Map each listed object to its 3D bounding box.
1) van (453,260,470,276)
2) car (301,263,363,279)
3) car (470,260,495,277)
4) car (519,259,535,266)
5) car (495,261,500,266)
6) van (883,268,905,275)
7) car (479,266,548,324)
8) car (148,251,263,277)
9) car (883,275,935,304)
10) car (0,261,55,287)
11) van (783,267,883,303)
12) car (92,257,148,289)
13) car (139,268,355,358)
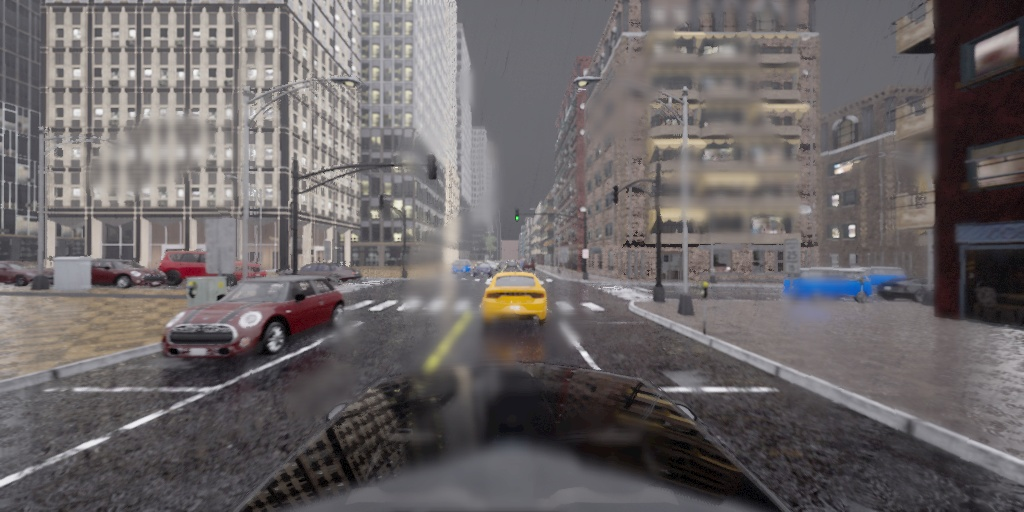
[{"bbox_3d":[-5.691,1.292,40.974,1.690,1.789,3.998,0,0,0],"label":"van"},{"bbox_3d":[-13.468,1.181,25.267,5.357,1.411,2.033,1,0,-2],"label":"car"},{"bbox_3d":[-3.078,1.464,38.596,1.812,1.442,4.674,0,0,0],"label":"car"},{"bbox_3d":[2.688,1.357,57.628,2.192,1.841,5.009,0,0,0],"label":"car"},{"bbox_3d":[-3.078,1.538,52.151,1.812,1.442,4.674,0,0,0],"label":"car"},{"bbox_3d":[27.918,1.783,27.758,3.998,1.789,1.690,0,0,0],"label":"van"},{"bbox_3d":[0.100,1.281,12.264,1.882,1.535,5.008,0,0,0],"label":"car"},{"bbox_3d":[-18.183,0.753,21.869,5.566,2.045,2.150,1,0,0],"label":"car"},{"bbox_3d":[22.451,1.873,19.398,4.313,1.339,1.948,0,0,0],"label":"car"},{"bbox_3d":[-26.722,0.939,19.256,4.207,1.307,1.802,0,0,0],"label":"car"},{"bbox_3d":[16.912,1.540,19.216,3.998,1.789,1.690,0,0,0],"label":"van"},{"bbox_3d":[-21.148,0.904,19.269,4.097,1.591,1.967,0,0,0],"label":"car"},{"bbox_3d":[-5.691,1.223,8.500,1.967,1.591,4.097,0,0,0],"label":"car"}]
